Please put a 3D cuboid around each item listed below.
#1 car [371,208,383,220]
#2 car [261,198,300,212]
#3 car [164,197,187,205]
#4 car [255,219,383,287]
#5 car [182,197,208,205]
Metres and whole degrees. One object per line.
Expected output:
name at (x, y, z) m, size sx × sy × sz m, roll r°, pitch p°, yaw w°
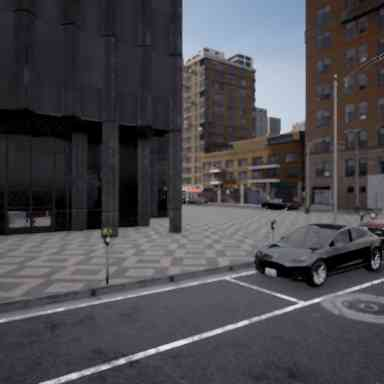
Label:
car at (8.297, 1.365, 12.694) m, size 5.009 × 1.841 × 2.192 m, roll 0°, pitch 0°, yaw -36°
car at (10.550, 1.550, 39.798) m, size 1.882 × 1.535 × 5.008 m, roll 0°, pitch 0°, yaw -35°
car at (-2.924, 1.655, 59.431) m, size 1.895 × 1.301 × 4.718 m, roll 0°, pitch 0°, yaw -34°
car at (3.706, 1.596, 9.415) m, size 4.313 × 1.339 × 1.947 m, roll 0°, pitch 0°, yaw -36°
car at (0.976, 1.560, 59.187) m, size 2.128 × 1.511 × 4.902 m, roll 0°, pitch 0°, yaw -34°
